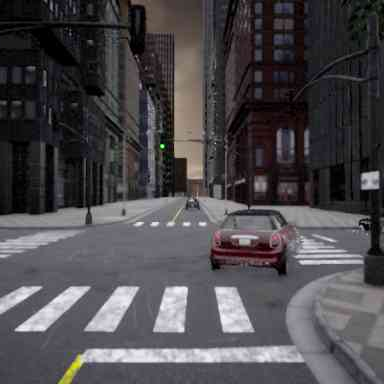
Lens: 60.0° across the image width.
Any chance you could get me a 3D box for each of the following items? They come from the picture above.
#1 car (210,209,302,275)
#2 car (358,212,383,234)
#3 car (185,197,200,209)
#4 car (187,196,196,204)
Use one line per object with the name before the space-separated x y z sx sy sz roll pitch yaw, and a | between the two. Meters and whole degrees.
car | 2.194 1.329 10.720 2.097 1.767 4.553 -1 0 22
car | 12.052 1.663 19.397 4.313 1.339 1.947 0 -1 0
car | 0.069 1.612 46.334 1.812 1.442 4.674 0 0 0
car | -0.045 1.712 72.227 1.812 1.442 4.674 0 0 0
